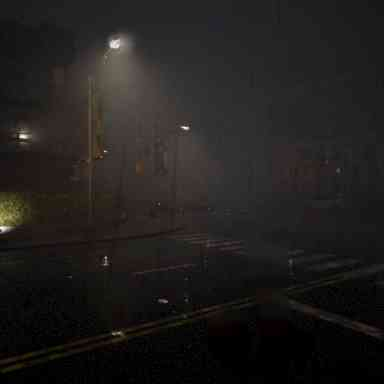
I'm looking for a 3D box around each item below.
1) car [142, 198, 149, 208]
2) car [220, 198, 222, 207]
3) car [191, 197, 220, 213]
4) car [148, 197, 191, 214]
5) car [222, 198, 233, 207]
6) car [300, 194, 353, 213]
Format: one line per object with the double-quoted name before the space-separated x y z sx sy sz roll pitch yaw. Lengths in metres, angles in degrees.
"car" -5.130 1.490 45.096 2.128 1.511 4.902 0 0 -34
"car" 1.744 1.475 49.483 1.882 1.535 5.008 0 0 -35
"car" 0.670 1.562 36.667 1.994 1.385 4.181 0 0 -35
"car" -2.415 1.524 34.972 1.812 1.442 4.674 0 0 -35
"car" 4.489 1.560 51.670 1.994 1.385 4.181 0 0 -35
"car" 14.764 1.218 36.691 2.150 2.045 5.566 -1 0 -40
